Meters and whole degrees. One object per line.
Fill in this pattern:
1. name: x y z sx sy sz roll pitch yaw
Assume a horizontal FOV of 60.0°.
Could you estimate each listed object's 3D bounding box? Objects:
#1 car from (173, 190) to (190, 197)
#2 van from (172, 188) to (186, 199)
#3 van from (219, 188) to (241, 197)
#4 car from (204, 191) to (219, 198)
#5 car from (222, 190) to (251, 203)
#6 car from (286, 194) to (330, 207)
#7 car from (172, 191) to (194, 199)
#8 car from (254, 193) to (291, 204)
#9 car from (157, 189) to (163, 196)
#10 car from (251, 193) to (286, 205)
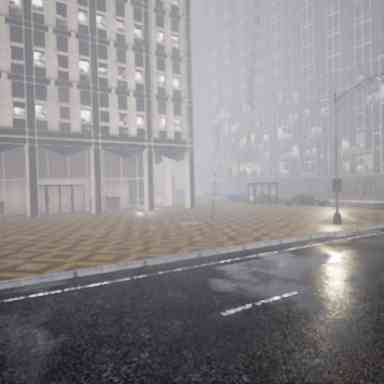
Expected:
1. car: -2.390 0.288 74.396 1.802 1.307 4.206 -2 1 -34
2. van: -2.905 0.425 60.282 1.690 1.788 3.998 -2 1 -34
3. van: 7.218 0.213 60.307 1.690 1.788 3.998 -2 1 -34
4. car: 4.018 0.399 65.006 1.802 1.307 4.206 -2 1 -34
5. car: 6.664 0.813 46.174 1.947 1.339 4.313 -2 1 -34
6. car: 13.010 0.922 36.741 1.947 1.339 4.313 -2 1 -34
7. car: -1.767 0.506 63.360 1.812 1.442 4.674 -2 2 -34
8. car: 10.772 0.796 44.836 1.895 1.301 4.718 -2 2 -34
9. car: -5.598 -0.034 79.084 2.192 1.841 5.009 -2 1 -34
10. car: 9.820 0.884 41.448 1.802 1.307 4.206 -2 1 -34
